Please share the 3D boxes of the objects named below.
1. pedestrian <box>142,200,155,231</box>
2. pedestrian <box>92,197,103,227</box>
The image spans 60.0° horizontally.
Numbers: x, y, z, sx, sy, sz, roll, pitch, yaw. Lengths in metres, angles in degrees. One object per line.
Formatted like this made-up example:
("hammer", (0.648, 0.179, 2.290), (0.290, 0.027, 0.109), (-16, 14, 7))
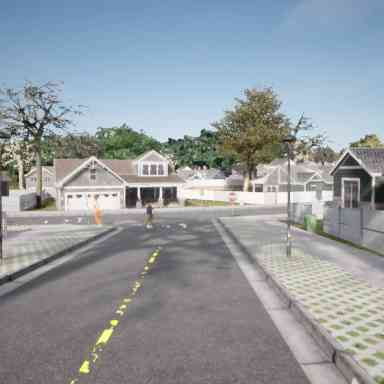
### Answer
("pedestrian", (-2.487, 1.275, 18.877), (0.375, 1.860, 0.375), (-3, 3, 0))
("pedestrian", (-5.537, 1.130, 19.491), (0.375, 1.860, 0.375), (-3, 3, 0))
